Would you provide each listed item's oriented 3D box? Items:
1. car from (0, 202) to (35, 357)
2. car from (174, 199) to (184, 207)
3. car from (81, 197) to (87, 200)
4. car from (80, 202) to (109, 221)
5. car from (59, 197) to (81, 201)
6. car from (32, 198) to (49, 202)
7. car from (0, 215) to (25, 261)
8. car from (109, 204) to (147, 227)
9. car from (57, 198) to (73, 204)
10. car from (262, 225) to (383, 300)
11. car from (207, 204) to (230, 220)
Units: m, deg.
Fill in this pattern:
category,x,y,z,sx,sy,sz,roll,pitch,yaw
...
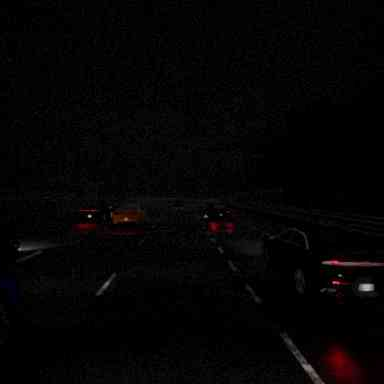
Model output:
category,x,y,z,sx,sy,sz,roll,pitch,yaw
car,-3.553,1.205,2.593,2.150,2.045,5.566,1,0,-2
car,-2.378,2.119,62.454,1.895,1.301,4.718,1,-1,-2
car,-23.733,1.926,71.650,1.837,1.490,4.892,1,-1,-2
car,-8.007,1.623,28.161,1.837,1.490,4.892,1,0,-2
car,-19.598,1.690,52.676,1.812,1.442,4.674,1,-1,-2
car,-30.572,1.809,67.208,1.994,1.385,4.181,1,-1,-2
car,-7.360,1.571,10.700,1.994,1.385,4.181,1,0,-2
car,-4.349,1.616,23.966,1.882,1.535,5.008,1,0,-2
car,-27.231,1.933,71.519,1.994,1.385,4.181,1,-1,-2
car,3.220,1.615,8.724,2.128,1.511,4.902,1,-1,-2
car,2.402,1.790,30.751,1.812,1.442,4.674,1,0,-2
